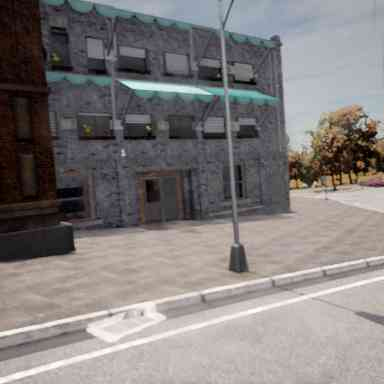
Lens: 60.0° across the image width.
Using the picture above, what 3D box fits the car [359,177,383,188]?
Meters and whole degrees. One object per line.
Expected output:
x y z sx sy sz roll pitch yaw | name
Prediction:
26.051 -1.360 47.258 4.181 1.385 1.994 -2 4 39 | car
